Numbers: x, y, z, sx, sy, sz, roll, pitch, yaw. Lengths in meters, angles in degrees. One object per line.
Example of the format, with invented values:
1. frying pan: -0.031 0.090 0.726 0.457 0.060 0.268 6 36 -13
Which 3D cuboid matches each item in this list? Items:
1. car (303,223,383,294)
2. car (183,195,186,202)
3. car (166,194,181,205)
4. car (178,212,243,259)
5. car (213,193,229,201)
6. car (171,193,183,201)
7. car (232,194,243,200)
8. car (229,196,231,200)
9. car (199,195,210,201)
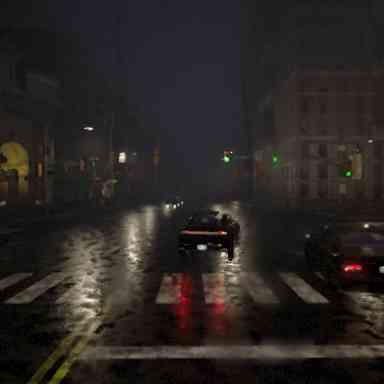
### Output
1. car: 4.239 1.546 8.891 2.033 1.411 5.357 0 0 11
2. car: -2.570 1.465 78.324 1.882 1.535 5.008 0 0 10
3. car: -3.501 1.538 58.037 2.033 1.411 5.357 0 0 0
4. car: 0.833 1.490 12.635 2.128 1.511 4.902 0 0 12
5. car: 7.179 1.342 85.890 2.097 1.767 4.553 0 0 25
6. car: -3.501 1.212 68.176 2.150 2.045 5.566 0 0 0
7. car: 12.572 1.463 94.591 1.882 1.535 5.008 0 0 41
8. car: 8.231 1.199 94.677 2.150 2.045 5.566 0 0 38
9. car: 3.276 1.510 85.686 1.812 1.442 4.674 0 0 22
